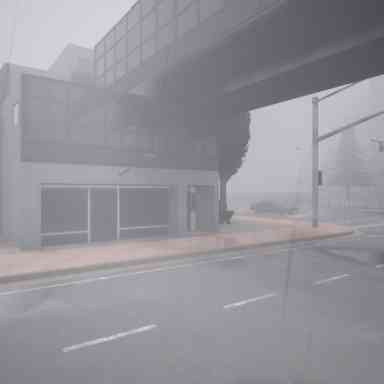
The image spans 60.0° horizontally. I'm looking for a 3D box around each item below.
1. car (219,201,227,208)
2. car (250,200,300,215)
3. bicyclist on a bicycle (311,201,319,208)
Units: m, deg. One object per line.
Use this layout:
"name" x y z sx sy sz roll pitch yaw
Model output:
"car" 2.543 1.564 42.352 1.994 1.385 4.181 0 0 -36
"car" 8.359 1.547 34.252 2.033 1.411 5.357 0 0 -36
"bicyclist on a bicycle" 15.781 1.301 42.744 1.656 1.620 0.582 0 0 -36
